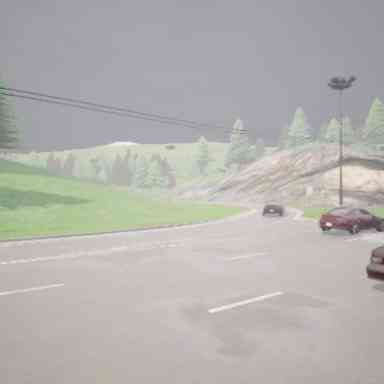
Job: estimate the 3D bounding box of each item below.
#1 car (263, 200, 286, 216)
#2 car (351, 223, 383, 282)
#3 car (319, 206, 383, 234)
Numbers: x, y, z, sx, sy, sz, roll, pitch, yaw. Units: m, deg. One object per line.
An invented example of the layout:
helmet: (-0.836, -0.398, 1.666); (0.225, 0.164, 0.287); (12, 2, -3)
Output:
car: (8.129, 1.555, 32.721); (1.812, 1.442, 4.674); (0, 0, 21)
car: (6.497, 1.560, 8.391); (5.357, 1.411, 2.033); (0, 0, -36)
car: (9.064, 1.547, 18.828); (4.674, 1.442, 1.812); (0, 0, -36)
